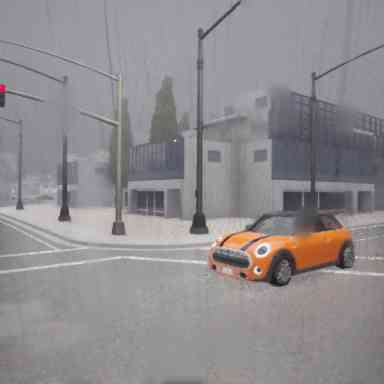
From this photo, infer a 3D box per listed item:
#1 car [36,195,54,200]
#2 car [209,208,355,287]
[{"bbox_3d":[-38.246,1.466,86.653,4.181,1.385,1.994,0,0,6],"label":"car"},{"bbox_3d":[2.657,1.364,9.515,4.553,1.767,2.097,0,0,-37],"label":"car"}]
